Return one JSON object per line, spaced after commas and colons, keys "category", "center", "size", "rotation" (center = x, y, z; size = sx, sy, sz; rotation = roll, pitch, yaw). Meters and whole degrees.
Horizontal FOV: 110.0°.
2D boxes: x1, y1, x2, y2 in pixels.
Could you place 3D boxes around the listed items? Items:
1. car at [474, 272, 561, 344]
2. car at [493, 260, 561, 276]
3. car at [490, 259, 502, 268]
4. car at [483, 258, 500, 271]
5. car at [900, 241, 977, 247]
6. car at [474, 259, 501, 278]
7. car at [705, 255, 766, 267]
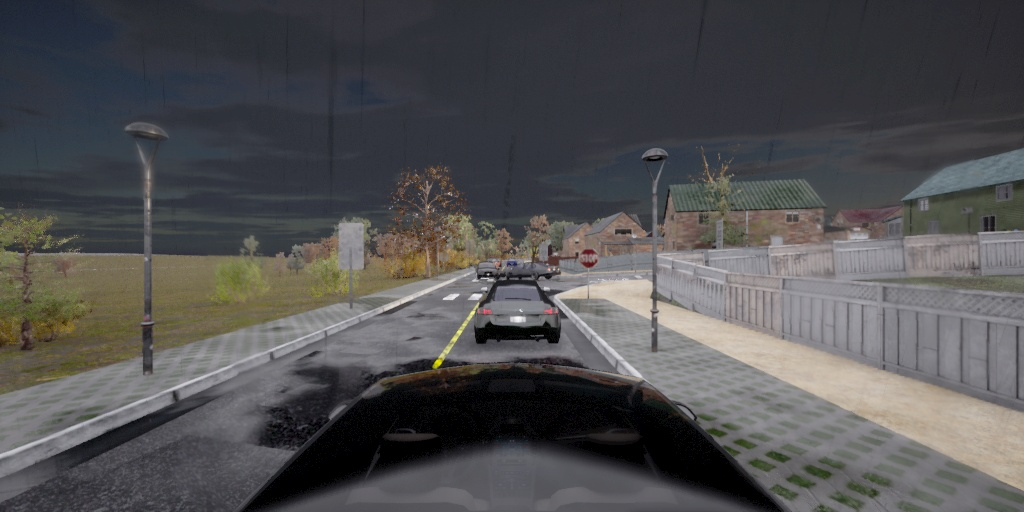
{"category": "car", "center": [0.101, 1.312, 9.606], "size": [1.994, 1.385, 4.181], "rotation": [0, 0, -1]}
{"category": "car", "center": [1.332, 1.195, 28.621], "size": [5.357, 1.411, 2.033], "rotation": [-4, -3, 43]}
{"category": "car", "center": [-2.828, 1.253, 63.859], "size": [1.882, 1.535, 5.008], "rotation": [0, 0, 0]}
{"category": "car", "center": [-2.855, 1.116, 51.350], "size": [2.097, 1.767, 4.553], "rotation": [0, 0, 1]}
{"category": "car", "center": [23.885, -0.210, 20.579], "size": [4.902, 1.511, 2.128], "rotation": [-3, 0, 14]}
{"category": "car", "center": [-2.256, 1.255, 31.532], "size": [1.837, 1.490, 4.892], "rotation": [0, 0, -8]}
{"category": "car", "center": [14.384, 0.411, 22.999], "size": [4.181, 1.385, 1.994], "rotation": [-3, 0, 16]}
